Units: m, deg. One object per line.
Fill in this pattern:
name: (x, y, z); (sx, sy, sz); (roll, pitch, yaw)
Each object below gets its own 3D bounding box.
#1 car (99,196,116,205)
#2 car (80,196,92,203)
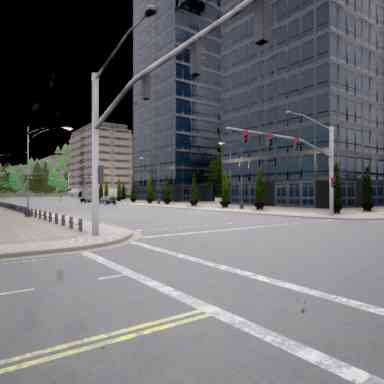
car: (-14.656, 1.449, 57.203); (1.837, 1.490, 4.892); (0, 0, -35)
car: (-20.624, 1.492, 65.715); (2.033, 1.411, 5.357); (0, 0, -33)
